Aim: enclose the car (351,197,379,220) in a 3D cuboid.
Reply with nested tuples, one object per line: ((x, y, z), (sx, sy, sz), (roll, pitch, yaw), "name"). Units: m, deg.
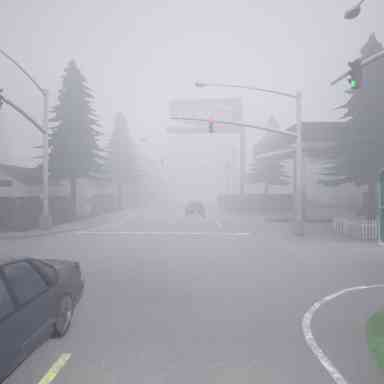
((14.464, 1.505, 24.884), (3.866, 1.878, 1.905), (0, 0, 0), "car")

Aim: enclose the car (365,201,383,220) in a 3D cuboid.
((18.813, 1.672, 30.537), (4.611, 1.667, 2.242), (0, 0, 0), "car")

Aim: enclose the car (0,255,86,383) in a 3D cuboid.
((-2.888, 1.549, 3.851), (2.033, 1.411, 5.357), (0, 0, 1), "car")

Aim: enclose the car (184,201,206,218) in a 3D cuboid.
((0.297, 1.594, 31.773), (1.837, 1.490, 4.892), (2, 0, 0), "car")

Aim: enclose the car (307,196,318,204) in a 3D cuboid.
((22.751, 1.552, 63.919), (1.970, 1.475, 3.806), (0, 0, 0), "car")

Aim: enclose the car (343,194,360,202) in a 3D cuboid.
((35.185, 1.489, 71.662), (2.007, 1.523, 4.514), (0, 0, 0), "car")
